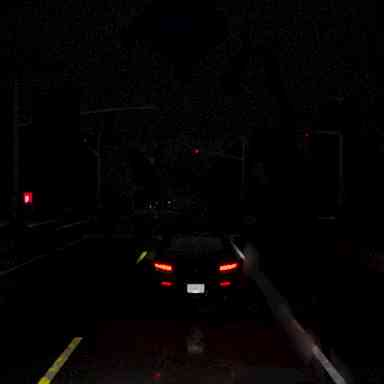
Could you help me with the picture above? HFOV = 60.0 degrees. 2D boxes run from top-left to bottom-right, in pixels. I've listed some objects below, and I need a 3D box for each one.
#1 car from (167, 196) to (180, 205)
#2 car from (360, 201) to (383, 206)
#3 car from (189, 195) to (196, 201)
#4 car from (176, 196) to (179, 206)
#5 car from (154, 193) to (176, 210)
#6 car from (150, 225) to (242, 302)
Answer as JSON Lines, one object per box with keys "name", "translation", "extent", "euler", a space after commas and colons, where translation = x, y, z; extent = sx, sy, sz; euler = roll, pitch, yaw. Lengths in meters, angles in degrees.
{"name": "car", "translation": [-3.484, 1.484, 62.059], "extent": [2.128, 1.511, 4.902], "euler": [0, 0, 0]}
{"name": "car", "translation": [15.574, 1.525, 28.695], "extent": [5.357, 1.411, 2.033], "euler": [0, 0, -6]}
{"name": "car", "translation": [0.099, 1.516, 80.932], "extent": [2.128, 1.511, 4.902], "euler": [0, 0, 0]}
{"name": "car", "translation": [-3.531, 1.216, 52.023], "extent": [2.150, 2.045, 5.566], "euler": [0, 0, 0]}
{"name": "car", "translation": [-3.543, 1.347, 42.349], "extent": [2.097, 1.767, 4.553], "euler": [0, 0, 0]}
{"name": "car", "translation": [0.083, 1.525, 8.137], "extent": [1.812, 1.442, 4.674], "euler": [0, 0, 0]}
